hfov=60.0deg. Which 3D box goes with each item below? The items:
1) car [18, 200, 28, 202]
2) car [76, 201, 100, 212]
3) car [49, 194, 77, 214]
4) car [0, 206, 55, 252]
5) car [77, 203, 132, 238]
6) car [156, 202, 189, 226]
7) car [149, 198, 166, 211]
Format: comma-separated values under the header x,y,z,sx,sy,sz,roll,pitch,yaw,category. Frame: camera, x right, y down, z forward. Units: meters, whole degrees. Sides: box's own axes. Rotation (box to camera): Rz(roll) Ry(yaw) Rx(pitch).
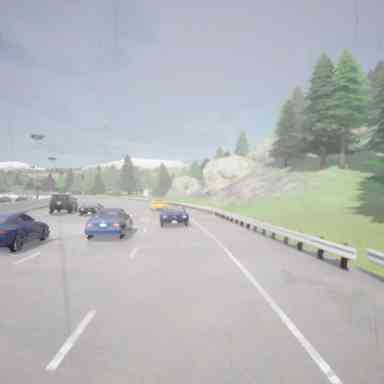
x,y,z,sx,sy,sz,roll,pitch,yaw,category
-31.856,1.543,62.788,1.882,1.535,5.008,0,0,-19,car
-9.690,1.621,32.424,1.895,1.301,4.718,0,0,-9,car
-13.887,1.250,36.166,2.150,2.045,5.566,0,0,-10,car
-7.509,1.541,13.696,1.812,1.442,4.674,0,0,-4,car
-4.278,1.556,17.624,2.033,1.411,5.357,0,0,-5,car
-1.356,1.604,23.291,1.895,1.301,4.718,0,0,-6,car
-4.170,1.487,41.066,1.882,1.535,5.008,0,0,-11,car
